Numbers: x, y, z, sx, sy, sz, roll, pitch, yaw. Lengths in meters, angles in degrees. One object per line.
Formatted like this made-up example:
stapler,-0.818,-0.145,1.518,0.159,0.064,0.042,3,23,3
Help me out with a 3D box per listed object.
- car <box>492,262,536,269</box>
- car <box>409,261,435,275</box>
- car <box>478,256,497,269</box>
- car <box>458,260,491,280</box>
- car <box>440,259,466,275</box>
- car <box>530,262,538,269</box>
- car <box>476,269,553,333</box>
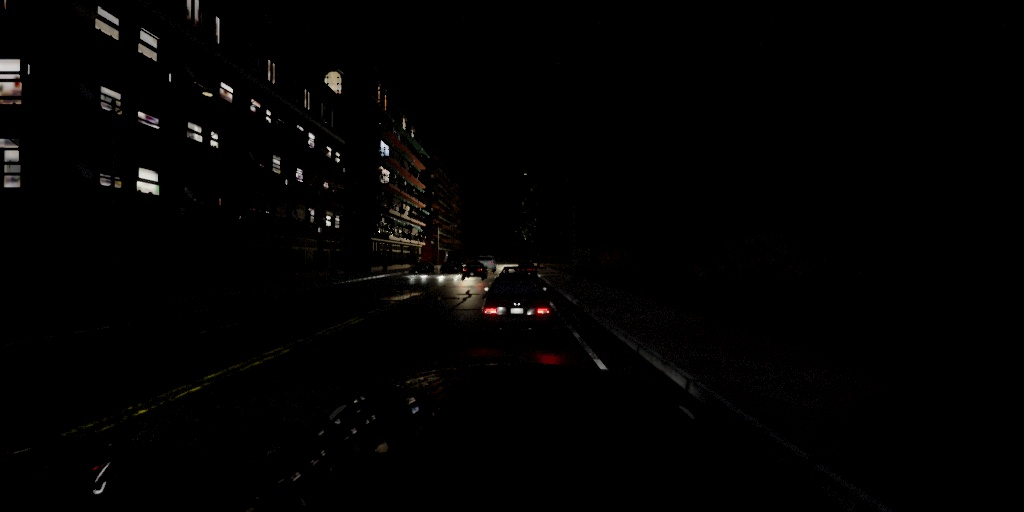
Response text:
car,0.110,1.301,21.047,2.033,1.411,5.357,0,0,0
car,-9.830,1.301,39.657,2.033,1.411,5.357,0,0,0
car,-3.124,0.973,45.079,2.150,2.045,5.566,0,0,0
car,-3.130,1.281,30.639,1.812,1.442,4.674,0,-1,1
car,-6.580,1.231,39.109,1.882,1.535,5.008,0,0,0
car,1.154,1.259,30.815,1.837,1.490,4.892,0,0,0
car,0.108,1.299,10.686,2.033,1.411,5.357,0,0,0
